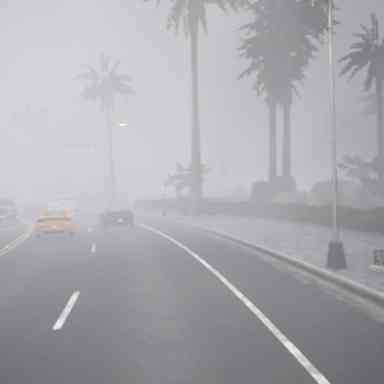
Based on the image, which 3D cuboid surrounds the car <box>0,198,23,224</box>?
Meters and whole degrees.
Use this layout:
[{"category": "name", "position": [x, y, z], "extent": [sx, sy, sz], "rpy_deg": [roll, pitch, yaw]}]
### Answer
[{"category": "car", "position": [-15.517, 1.547, 27.333], "extent": [2.150, 2.045, 5.566], "rpy_deg": [-1, 0, -30]}]

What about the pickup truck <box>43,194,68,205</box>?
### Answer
[{"category": "pickup truck", "position": [-29.475, 1.652, 72.148], "extent": [2.390, 2.098, 6.274], "rpy_deg": [-1, 0, 4]}]

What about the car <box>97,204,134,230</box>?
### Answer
[{"category": "car", "position": [-5.119, 1.549, 21.911], "extent": [1.882, 1.535, 5.008], "rpy_deg": [-1, 0, -21]}]

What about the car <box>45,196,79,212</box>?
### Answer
[{"category": "car", "position": [-15.308, 1.508, 39.391], "extent": [2.150, 2.045, 5.566], "rpy_deg": [-1, 0, -41]}]

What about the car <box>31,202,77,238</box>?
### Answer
[{"category": "car", "position": [-7.812, 1.626, 19.195], "extent": [1.882, 1.535, 5.008], "rpy_deg": [-1, 0, -20]}]

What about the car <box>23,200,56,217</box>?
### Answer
[{"category": "car", "position": [-16.936, 1.885, 36.040], "extent": [2.033, 1.411, 5.357], "rpy_deg": [-2, 0, -39]}]
